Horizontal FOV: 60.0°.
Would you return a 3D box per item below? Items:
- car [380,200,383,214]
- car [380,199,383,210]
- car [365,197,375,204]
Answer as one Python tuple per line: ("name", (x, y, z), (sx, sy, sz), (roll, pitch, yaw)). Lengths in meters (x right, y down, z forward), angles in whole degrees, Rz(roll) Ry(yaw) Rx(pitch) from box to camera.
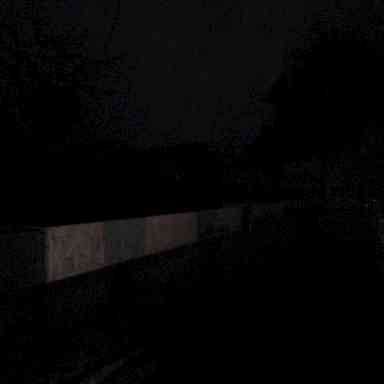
("car", (21.695, 1.653, 35.903), (1.994, 1.385, 4.181), (-2, -1, 30))
("car", (27.611, 1.718, 46.694), (1.994, 1.385, 4.181), (-2, -1, 29))
("car", (42.364, 1.907, 79.120), (2.097, 1.767, 4.553), (-2, -1, 29))
